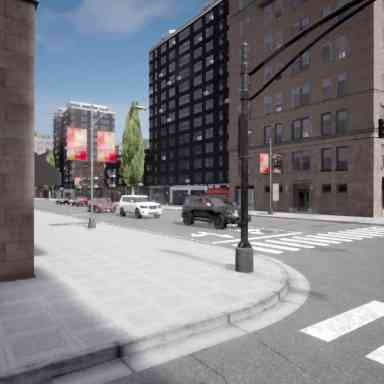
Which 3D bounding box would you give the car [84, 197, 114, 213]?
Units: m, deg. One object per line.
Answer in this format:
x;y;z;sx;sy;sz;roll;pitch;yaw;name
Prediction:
-10.601;1.492;38.878;2.097;1.767;4.553;0;0;-36;car

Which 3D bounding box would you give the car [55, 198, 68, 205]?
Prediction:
-25.310;1.857;65.113;1.895;1.301;4.718;0;0;-36;car

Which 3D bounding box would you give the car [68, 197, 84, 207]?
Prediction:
-18.942;1.743;56.300;1.812;1.442;4.674;0;0;-36;car

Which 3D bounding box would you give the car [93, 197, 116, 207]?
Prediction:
-14.880;1.705;56.225;2.128;1.511;4.902;0;0;-36;car

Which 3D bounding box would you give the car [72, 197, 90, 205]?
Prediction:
-22.136;1.749;66.269;2.128;1.511;4.902;0;0;-36;car

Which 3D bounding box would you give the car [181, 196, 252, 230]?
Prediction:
1.454;1.284;22.165;2.150;2.045;5.566;0;-1;-36;car

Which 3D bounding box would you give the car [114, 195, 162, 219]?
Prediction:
-4.943;1.325;31.028;2.150;2.045;5.566;0;0;-36;car
